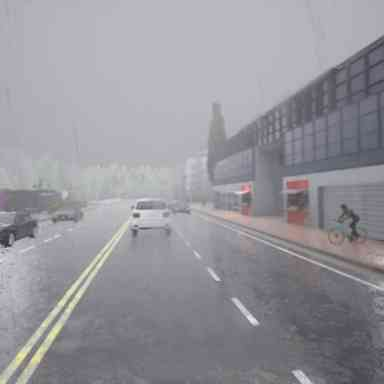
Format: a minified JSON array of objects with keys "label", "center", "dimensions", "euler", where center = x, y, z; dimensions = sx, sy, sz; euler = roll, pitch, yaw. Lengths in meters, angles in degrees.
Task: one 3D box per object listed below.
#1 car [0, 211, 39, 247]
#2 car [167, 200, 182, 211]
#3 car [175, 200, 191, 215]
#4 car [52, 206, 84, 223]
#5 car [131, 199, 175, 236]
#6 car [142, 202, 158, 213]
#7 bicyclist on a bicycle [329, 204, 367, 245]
[{"label":"car","center":[-9.271,1.759,16.563],"dimensions":[1.882,1.535,5.008],"euler":[-1,0,-7]},{"label":"car","center":[-2.639,1.932,48.356],"dimensions":[1.812,1.442,4.674],"euler":[-1,0,-7]},{"label":"car","center":[-1.267,1.854,38.012],"dimensions":[2.033,1.411,5.357],"euler":[-1,0,-7]},{"label":"car","center":[-10.896,1.968,29.430],"dimensions":[1.994,1.385,4.181],"euler":[-1,0,-7]},{"label":"car","center":[-2.467,1.414,20.105],"dimensions":[2.150,2.045,5.566],"euler":[-1,0,-7]},{"label":"car","center":[-5.498,2.021,43.756],"dimensions":[1.895,1.301,4.718],"euler":[-1,0,-7]},{"label":"bicyclist on a bicycle","center":[6.237,1.299,13.338],"dimensions":[1.656,1.620,0.582],"euler":[-1,0,-7]}]
